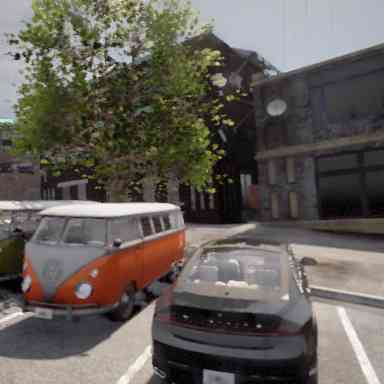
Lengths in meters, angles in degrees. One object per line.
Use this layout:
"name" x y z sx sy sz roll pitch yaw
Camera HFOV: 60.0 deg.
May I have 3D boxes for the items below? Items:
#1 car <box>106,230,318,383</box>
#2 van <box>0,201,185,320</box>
"car" 0.905 1.476 5.378 2.231 1.521 4.892 0 -1 16
"van" -1.568 1.233 7.037 1.878 1.987 4.442 1 0 16
